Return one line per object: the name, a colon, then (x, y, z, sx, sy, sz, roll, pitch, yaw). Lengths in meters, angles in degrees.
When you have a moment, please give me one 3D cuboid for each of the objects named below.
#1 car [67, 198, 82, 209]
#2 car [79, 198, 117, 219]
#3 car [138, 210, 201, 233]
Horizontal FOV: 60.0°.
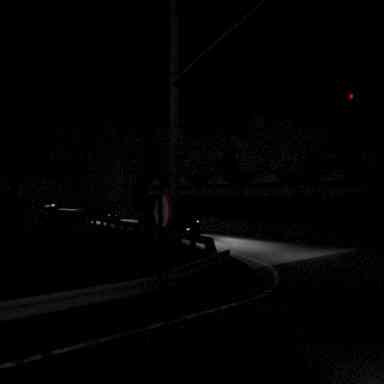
car: (-16.663, 1.681, 49.566, 1.837, 1.490, 4.892, 0, 0, 14)
car: (-8.486, 1.689, 30.585, 1.837, 1.490, 4.892, 0, 1, -35)
car: (-1.482, 1.790, 20.626, 1.895, 1.301, 4.718, 0, 0, -35)
